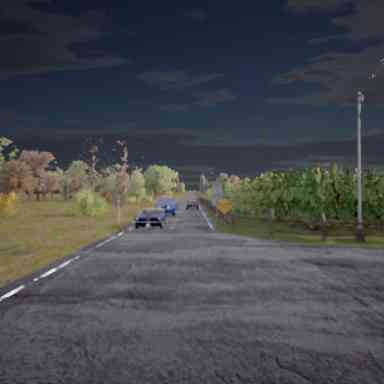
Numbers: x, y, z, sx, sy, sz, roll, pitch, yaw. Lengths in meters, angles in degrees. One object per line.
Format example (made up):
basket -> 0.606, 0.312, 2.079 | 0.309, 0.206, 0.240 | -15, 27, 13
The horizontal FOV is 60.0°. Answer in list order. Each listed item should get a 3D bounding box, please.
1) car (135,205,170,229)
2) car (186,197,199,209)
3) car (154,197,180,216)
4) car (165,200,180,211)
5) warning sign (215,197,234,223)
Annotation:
car -> -2.783, 1.802, 23.134 | 1.895, 1.301, 4.718 | 0, 0, -1
car -> 0.106, 1.938, 53.291 | 1.837, 1.490, 4.892 | 0, -1, 0
car -> -2.846, 1.536, 36.697 | 2.150, 2.045, 5.566 | 0, -1, 0
car -> -2.830, 1.931, 48.957 | 1.812, 1.442, 4.674 | 0, 0, 0
warning sign -> 2.450, 1.332, 25.016 | 1.300, 1.860, 1.060 | 0, -1, 0
